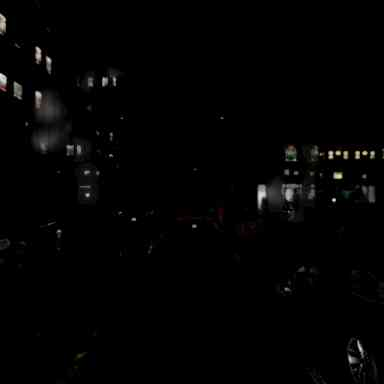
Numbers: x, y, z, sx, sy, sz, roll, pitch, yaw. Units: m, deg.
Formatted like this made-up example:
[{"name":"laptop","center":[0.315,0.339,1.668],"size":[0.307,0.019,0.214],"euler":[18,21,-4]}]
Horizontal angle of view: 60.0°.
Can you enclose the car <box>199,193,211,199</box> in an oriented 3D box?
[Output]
[{"name":"car","center":[2.693,1.167,65.017],"size":[2.008,1.369,4.403],"euler":[0,0,0]}]

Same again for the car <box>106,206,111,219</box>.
[{"name":"car","center":[-5.690,1.354,26.897],"size":[1.752,1.417,4.829],"euler":[0,0,0]}]

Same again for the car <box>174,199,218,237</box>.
[{"name":"car","center":[0.102,1.367,17.293],"size":[1.882,1.535,5.008],"euler":[0,0,0]}]

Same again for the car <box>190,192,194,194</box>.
[{"name":"car","center":[0.006,1.029,89.281],"size":[1.994,1.385,4.181],"euler":[0,0,0]}]

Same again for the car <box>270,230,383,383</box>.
[{"name":"car","center":[2.690,1.534,4.908],"size":[1.947,1.339,4.313],"euler":[0,0,0]}]

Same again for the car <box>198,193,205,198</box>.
[{"name":"car","center":[2.695,1.040,93.501],"size":[2.008,1.369,4.403],"euler":[0,0,0]}]

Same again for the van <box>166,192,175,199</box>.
[{"name":"van","center":[-5.687,0.878,82.108],"size":[1.690,1.788,3.998],"euler":[0,0,0]}]

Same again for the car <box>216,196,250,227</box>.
[{"name":"car","center":[2.691,1.178,21.525],"size":[2.192,1.841,5.009],"euler":[0,0,0]}]

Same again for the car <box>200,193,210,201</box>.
[{"name":"car","center":[2.694,1.030,70.713],"size":[1.967,1.590,4.097],"euler":[0,0,0]}]

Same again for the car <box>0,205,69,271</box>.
[{"name":"car","center":[-5.690,1.373,10.448],"size":[1.967,1.590,4.097],"euler":[0,0,0]}]

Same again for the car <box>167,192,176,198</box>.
[{"name":"car","center":[-5.686,0.805,93.502],"size":[2.192,1.841,5.009],"euler":[0,0,0]}]

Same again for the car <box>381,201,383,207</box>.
[{"name":"car","center":[26.153,1.405,41.555],"size":[4.507,1.381,1.887],"euler":[0,0,0]}]

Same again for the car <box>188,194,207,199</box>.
[{"name":"car","center":[0.234,1.272,32.304],"size":[1.882,1.535,5.008],"euler":[0,0,3]}]

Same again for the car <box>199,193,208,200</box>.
[{"name":"car","center":[2.694,1.003,76.409],"size":[1.967,1.590,4.097],"euler":[0,0,0]}]

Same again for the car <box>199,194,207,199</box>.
[{"name":"car","center":[2.694,1.119,82.108],"size":[1.802,1.307,4.206],"euler":[0,0,0]}]

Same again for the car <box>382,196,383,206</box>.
[{"name":"car","center":[31.447,1.356,50.025],"size":[4.829,1.417,1.752],"euler":[0,0,0]}]

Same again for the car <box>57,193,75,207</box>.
[{"name":"car","center":[-17.271,1.002,41.299],"size":[5.009,1.841,2.192],"euler":[0,0,0]}]

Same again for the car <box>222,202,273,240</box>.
[{"name":"car","center":[2.691,1.422,16.157],"size":[1.752,1.417,4.829],"euler":[0,0,0]}]

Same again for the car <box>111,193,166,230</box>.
[{"name":"car","center":[-3.091,1.091,20.495],"size":[2.150,2.045,5.566],"euler":[0,0,0]}]
